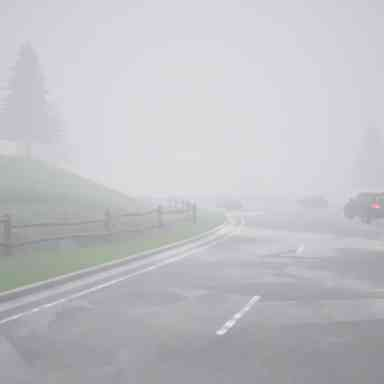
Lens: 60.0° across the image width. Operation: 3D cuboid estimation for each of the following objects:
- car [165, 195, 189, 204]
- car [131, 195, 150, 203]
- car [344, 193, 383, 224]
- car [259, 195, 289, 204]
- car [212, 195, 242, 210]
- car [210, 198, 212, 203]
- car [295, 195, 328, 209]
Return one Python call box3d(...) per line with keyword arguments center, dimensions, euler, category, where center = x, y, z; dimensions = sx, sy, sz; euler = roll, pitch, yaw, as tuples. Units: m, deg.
box3d(center=(-2.690, 1.246, 58.461), dimensions=(1.882, 1.535, 5.008), euler=(-1, 0, -42), category="car")
box3d(center=(-9.343, 1.280, 60.628), dimensions=(2.128, 1.511, 4.902), euler=(-1, 0, -43), category="car")
box3d(center=(12.530, 1.061, 23.158), dimensions=(2.150, 2.045, 5.566), euler=(1, 0, 6), category="car")
box3d(center=(13.327, 1.251, 54.573), dimensions=(2.033, 1.411, 5.357), euler=(0, 0, -31), category="car")
box3d(center=(4.354, 1.339, 39.289), dimensions=(1.812, 1.442, 4.674), euler=(0, 0, -16), category="car")
box3d(center=(4.941, 1.236, 54.495), dimensions=(2.128, 1.511, 4.902), euler=(0, 0, -35), category="car")
box3d(center=(14.591, 1.109, 40.814), dimensions=(2.097, 1.767, 4.553), euler=(-1, 0, -13), category="car")
